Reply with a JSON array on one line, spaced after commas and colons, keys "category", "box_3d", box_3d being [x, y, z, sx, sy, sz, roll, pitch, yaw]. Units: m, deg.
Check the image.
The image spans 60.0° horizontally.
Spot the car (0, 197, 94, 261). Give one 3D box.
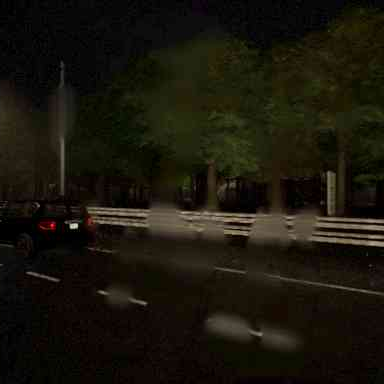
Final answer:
[{"category": "car", "box_3d": [-6.065, 1.222, 12.491, 5.566, 2.045, 2.150, 0, 0, 35]}]
